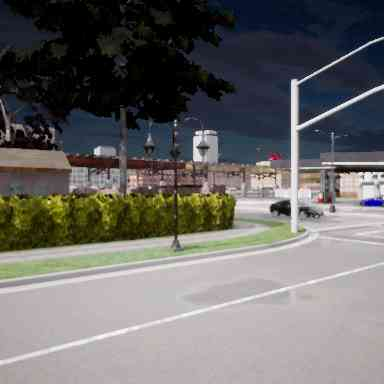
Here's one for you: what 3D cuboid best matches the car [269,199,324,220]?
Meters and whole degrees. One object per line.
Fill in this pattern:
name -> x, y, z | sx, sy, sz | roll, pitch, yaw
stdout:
car -> 8.818, 1.419, 28.406 | 1.837, 1.490, 4.892 | 0, 1, -35

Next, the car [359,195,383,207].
car -> 26.089, 1.292, 46.814 | 2.242, 1.667, 4.611 | 0, 0, -35
